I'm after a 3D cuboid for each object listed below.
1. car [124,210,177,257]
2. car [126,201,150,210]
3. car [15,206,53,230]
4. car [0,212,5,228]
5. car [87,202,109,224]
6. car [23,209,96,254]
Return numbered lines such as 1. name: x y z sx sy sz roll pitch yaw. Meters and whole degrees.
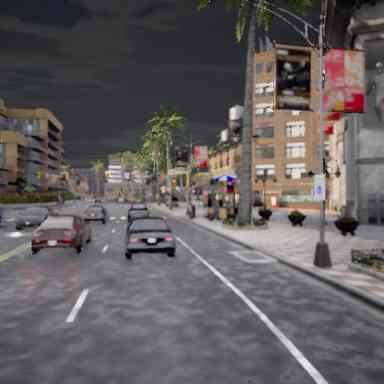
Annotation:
1. car: -1.784 1.691 13.591 2.033 1.411 5.357 0 -1 -10
2. car: -4.702 1.803 29.312 2.128 1.511 4.902 0 0 -10
3. car: -10.733 1.771 23.238 1.837 1.490 4.892 0 -1 -10
4. car: -14.042 1.735 21.847 1.882 1.535 5.008 0 -1 -10
5. car: -7.973 1.850 27.699 2.033 1.411 5.357 0 -1 -10
6. car: -5.468 1.685 14.320 1.812 1.442 4.674 0 0 -10
